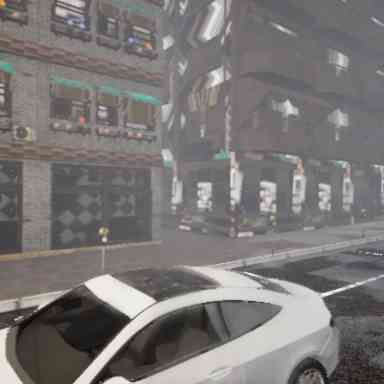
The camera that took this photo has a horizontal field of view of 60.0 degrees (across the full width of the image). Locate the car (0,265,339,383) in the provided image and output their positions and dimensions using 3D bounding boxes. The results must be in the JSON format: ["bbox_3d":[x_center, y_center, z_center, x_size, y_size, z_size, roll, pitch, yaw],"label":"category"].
[{"bbox_3d":[-0.512,1.517,3.016,4.674,1.442,1.812,-1,0,-36],"label":"car"}]
